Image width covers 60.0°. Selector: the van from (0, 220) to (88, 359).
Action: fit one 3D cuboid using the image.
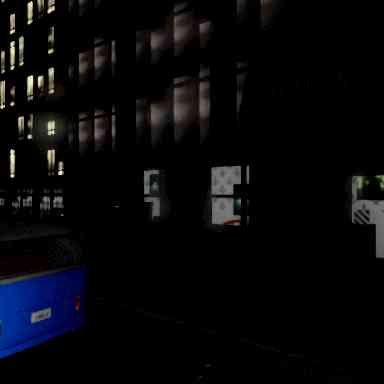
[{"bbox_3d":[-3.431,1.341,5.331,3.998,1.788,1.690,0,0,36],"label":"van"}]
